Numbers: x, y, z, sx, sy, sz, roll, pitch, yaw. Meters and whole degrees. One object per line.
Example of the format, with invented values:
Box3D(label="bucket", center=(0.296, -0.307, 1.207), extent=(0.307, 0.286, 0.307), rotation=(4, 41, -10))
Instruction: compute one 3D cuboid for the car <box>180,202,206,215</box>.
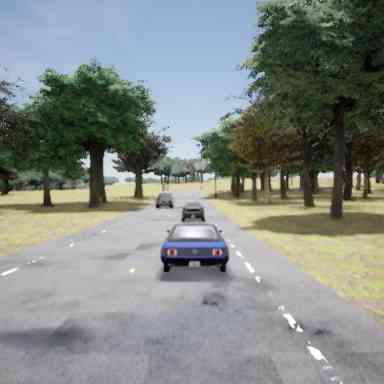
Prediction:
Box3D(label="car", center=(0.093, 1.608, 27.870), extent=(1.837, 1.490, 4.892), rotation=(0, 0, 0))

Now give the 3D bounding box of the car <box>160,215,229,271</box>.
Box3D(label="car", center=(0.083, 1.655, 11.120), extent=(1.895, 1.301, 4.718), rotation=(0, 0, 0))

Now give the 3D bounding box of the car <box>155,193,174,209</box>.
Box3D(label="car", center=(-3.579, 1.155, 44.552), extent=(2.150, 2.045, 5.566), rotation=(0, 1, 0))
